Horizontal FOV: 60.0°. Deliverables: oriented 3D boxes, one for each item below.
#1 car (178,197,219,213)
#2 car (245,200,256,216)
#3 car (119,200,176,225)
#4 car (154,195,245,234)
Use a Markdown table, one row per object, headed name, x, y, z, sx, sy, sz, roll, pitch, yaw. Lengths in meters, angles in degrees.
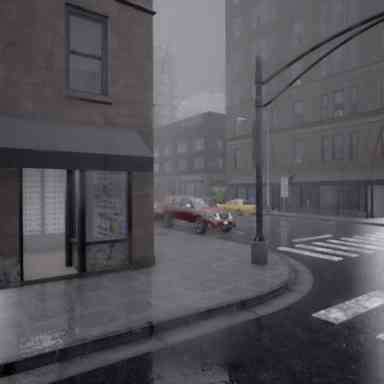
| name | x | y | z | sx | sy | sz | roll | pitch | yaw |
| --- | --- | --- | --- | --- | --- | --- | --- | --- | --- |
| car | 0.551 | 1.194 | 31.964 | 1.802 | 1.307 | 4.206 | 1 | 0 | -36 |
| car | 3.688 | 1.213 | 27.677 | 1.752 | 1.417 | 4.829 | 1 | 0 | -36 |
| car | -3.095 | 1.283 | 22.513 | 1.887 | 1.381 | 4.507 | 1 | 0 | -36 |
| car | 0.146 | 1.133 | 18.089 | 2.192 | 1.841 | 5.009 | 1 | 0 | -36 |
